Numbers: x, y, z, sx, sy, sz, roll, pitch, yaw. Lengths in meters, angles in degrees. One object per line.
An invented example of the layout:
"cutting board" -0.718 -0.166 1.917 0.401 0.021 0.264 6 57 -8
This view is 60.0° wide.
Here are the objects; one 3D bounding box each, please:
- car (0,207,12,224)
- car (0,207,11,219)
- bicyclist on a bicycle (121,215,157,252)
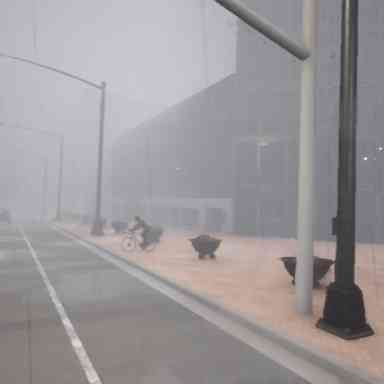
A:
"car" -19.651 2.468 34.084 2.128 1.511 4.902 3 -3 -28
"car" -25.379 2.788 44.389 2.128 1.511 4.902 3 -3 -28
"bicyclist on a bicycle" -2.323 1.864 14.783 1.656 1.620 0.582 3 -3 -29
